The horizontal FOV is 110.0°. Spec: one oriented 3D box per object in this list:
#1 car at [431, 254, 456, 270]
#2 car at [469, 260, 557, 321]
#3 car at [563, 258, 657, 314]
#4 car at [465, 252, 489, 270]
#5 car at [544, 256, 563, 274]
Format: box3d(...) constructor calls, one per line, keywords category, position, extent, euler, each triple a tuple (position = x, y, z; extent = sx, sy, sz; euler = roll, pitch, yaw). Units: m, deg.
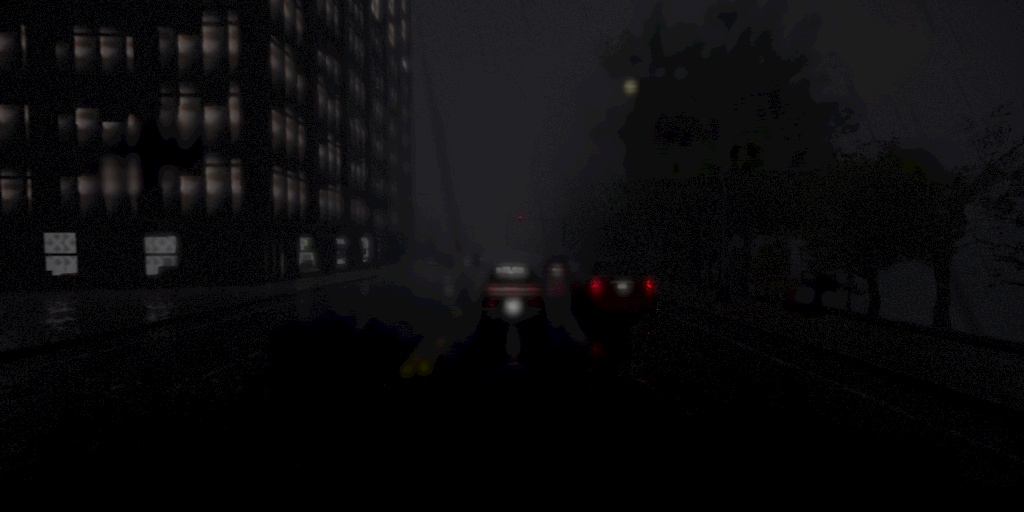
box3d(category="car", position=(-6.715, 0.590, 35.496), extent=(1.837, 1.490, 4.892), euler=(0, 1, 0))
box3d(category="car", position=(0.040, 1.045, 11.560), extent=(2.128, 1.511, 4.902), euler=(0, 1, 0))
box3d(category="car", position=(3.292, 0.886, 12.657), extent=(2.097, 1.767, 4.553), euler=(0, 1, 0))
box3d(category="car", position=(-3.467, 0.415, 36.431), extent=(2.097, 1.767, 4.553), euler=(0, 1, 0))
box3d(category="car", position=(3.236, 0.732, 28.082), extent=(1.837, 1.490, 4.892), euler=(0, 1, 0))
